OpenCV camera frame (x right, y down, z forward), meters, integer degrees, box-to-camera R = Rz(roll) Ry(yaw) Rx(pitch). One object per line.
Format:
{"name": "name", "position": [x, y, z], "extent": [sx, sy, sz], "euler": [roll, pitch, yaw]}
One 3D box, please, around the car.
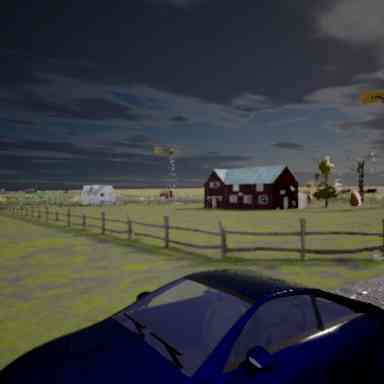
{"name": "car", "position": [0.302, 1.564, 3.278], "extent": [4.181, 1.385, 1.994], "euler": [0, 0, -36]}
